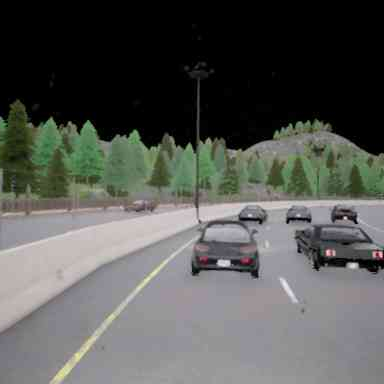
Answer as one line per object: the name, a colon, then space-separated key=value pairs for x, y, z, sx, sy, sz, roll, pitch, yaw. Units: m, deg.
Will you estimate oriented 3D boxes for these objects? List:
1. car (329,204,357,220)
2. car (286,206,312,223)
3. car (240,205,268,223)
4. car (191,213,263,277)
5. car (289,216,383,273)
car: x=12.851 y=1.814 z=28.272 sx=1.837 sy=1.490 sz=4.892 roll=0 pitch=0 yaw=20
car: x=9.031 y=1.825 z=27.998 sx=1.994 sy=1.385 sz=4.181 roll=1 pitch=0 yaw=19
car: x=5.035 y=1.771 z=27.120 sx=1.994 sy=1.385 sz=4.181 roll=1 pitch=0 yaw=18
car: x=1.087 y=1.596 z=10.434 sx=1.812 sy=1.442 sz=4.674 roll=1 pitch=0 yaw=8
car: x=4.701 y=1.719 z=11.210 sx=1.895 sy=1.301 sz=4.718 roll=1 pitch=0 yaw=9
